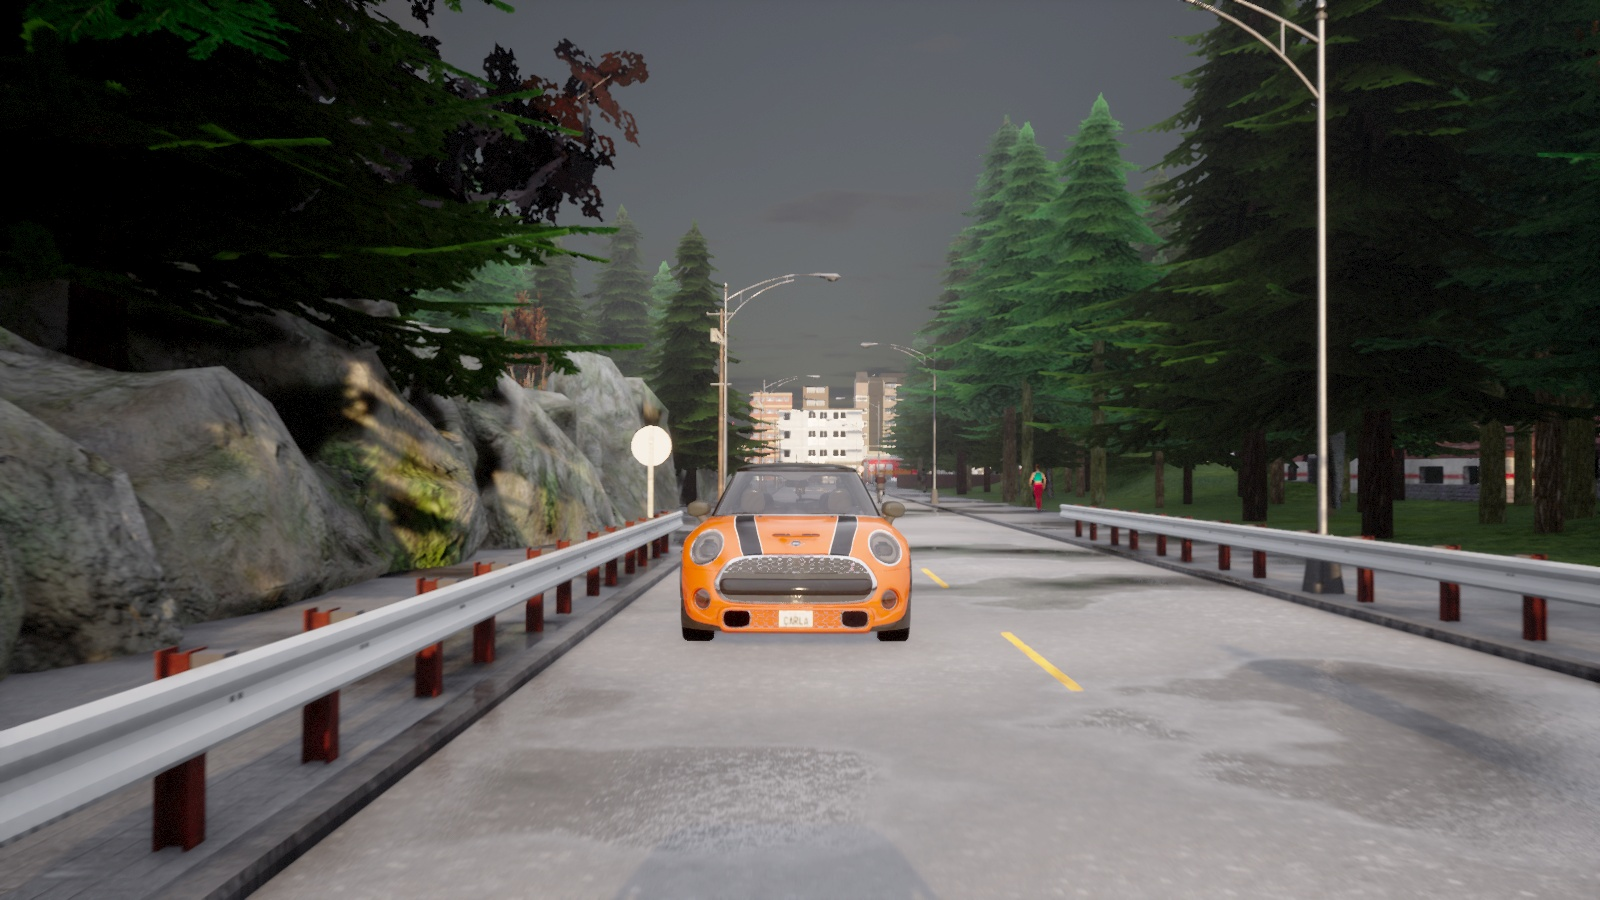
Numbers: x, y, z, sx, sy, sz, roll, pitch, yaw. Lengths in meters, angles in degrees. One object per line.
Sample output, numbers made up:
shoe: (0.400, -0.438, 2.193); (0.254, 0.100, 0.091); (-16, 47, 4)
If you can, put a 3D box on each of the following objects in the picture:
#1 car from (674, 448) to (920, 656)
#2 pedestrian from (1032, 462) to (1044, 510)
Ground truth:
car: (-0.032, 0.914, 13.038); (2.097, 1.767, 4.553); (0, -1, 0)
pedestrian: (9.170, 1.373, 48.377); (0.345, 1.836, 0.594); (0, -1, -2)
